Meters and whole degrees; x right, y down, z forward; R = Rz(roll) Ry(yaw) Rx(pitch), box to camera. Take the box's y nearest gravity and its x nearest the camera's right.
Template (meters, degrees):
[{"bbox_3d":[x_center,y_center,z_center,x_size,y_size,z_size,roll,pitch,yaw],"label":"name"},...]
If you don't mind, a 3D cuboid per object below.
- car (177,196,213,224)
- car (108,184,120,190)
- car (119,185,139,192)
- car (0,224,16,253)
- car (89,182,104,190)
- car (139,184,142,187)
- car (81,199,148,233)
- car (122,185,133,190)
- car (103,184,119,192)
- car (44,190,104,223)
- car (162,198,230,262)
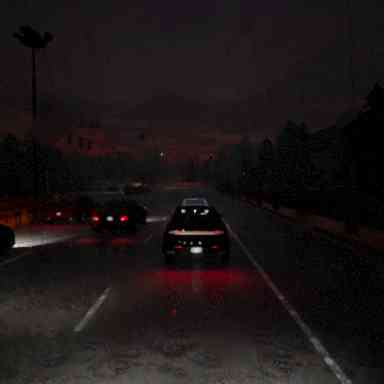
[{"bbox_3d":[0.168,0.988,20.140,1.895,1.301,4.718,0,2,0],"label":"car"},{"bbox_3d":[-20.559,-1.310,88.092,1.882,1.535,5.008,0,2,0],"label":"car"},{"bbox_3d":[-13.647,-0.753,72.196,2.128,1.511,4.902,0,2,0],"label":"car"},{"bbox_3d":[-6.897,1.296,9.351,1.994,1.385,4.181,0,2,2],"label":"car"},{"bbox_3d":[-20.645,-1.062,72.487,2.150,2.045,5.566,0,2,0],"label":"car"},{"bbox_3d":[-13.560,-1.257,87.902,1.812,1.442,4.674,0,2,0],"label":"car"},{"bbox_3d":[-3.354,1.063,16.127,2.033,1.411,5.357,0,2,0],"label":"car"},{"bbox_3d":[-17.060,-1.229,87.922,1.994,1.385,4.181,0,2,0],"label":"car"},{"bbox_3d":[-17.147,-0.683,72.187,1.895,1.301,4.718,0,2,0],"label":"car"},{"bbox_3d":[-6.849,0.884,19.536,1.882,1.535,5.008,0,2,0],"label":"car"},{"bbox_3d":[0.123,1.177,10.812,2.128,1.511,4.902,0,2,0],"label":"car"}]
